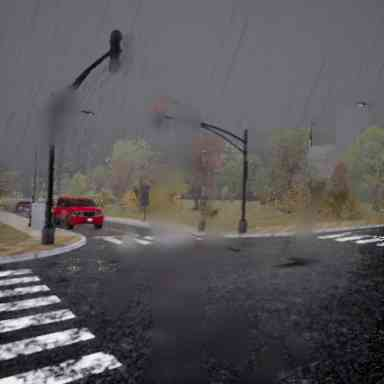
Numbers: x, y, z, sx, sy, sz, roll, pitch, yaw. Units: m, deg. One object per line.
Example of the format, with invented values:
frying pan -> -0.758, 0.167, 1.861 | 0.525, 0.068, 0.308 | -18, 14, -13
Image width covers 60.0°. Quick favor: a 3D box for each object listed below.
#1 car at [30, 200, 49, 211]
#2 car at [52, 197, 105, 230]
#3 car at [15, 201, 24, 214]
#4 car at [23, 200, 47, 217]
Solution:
car -> -22.407, 1.972, 48.690 | 1.812, 1.442, 4.674 | 3, -2, -33
car -> -7.831, 1.369, 22.746 | 2.150, 2.045, 5.566 | 3, -2, -35
car -> -19.782, 1.796, 39.472 | 1.812, 1.442, 4.674 | 3, -2, -34
car -> -13.893, 1.752, 31.013 | 2.033, 1.411, 5.357 | 3, -2, -35
